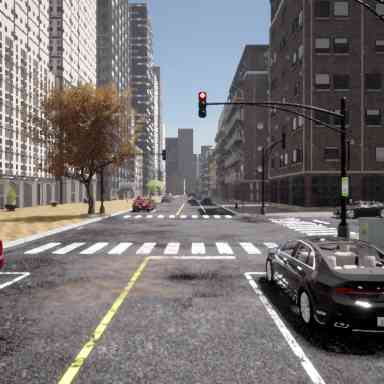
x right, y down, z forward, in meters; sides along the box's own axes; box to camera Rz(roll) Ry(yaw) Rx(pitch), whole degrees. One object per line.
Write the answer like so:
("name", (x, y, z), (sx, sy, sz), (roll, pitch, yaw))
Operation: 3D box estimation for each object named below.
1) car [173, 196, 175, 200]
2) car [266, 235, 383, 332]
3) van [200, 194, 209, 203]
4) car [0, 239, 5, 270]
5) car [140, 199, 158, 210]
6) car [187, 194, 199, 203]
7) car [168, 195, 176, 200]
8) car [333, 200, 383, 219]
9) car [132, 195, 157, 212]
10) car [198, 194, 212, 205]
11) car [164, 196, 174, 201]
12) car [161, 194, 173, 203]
("car", (-5.727, 1.385, 77.810), (2.192, 1.841, 5.009), (0, 0, 0))
("car", (2.686, 1.551, 6.766), (2.008, 1.369, 4.403), (0, 0, 0))
("van", (2.656, 1.402, 72.292), (1.690, 1.788, 3.998), (0, 0, 0))
("car", (-5.694, 1.545, 6.762), (1.887, 1.381, 4.507), (0, 0, 0))
("car", (-5.712, 1.592, 44.673), (1.947, 1.339, 4.313), (0, 0, 0))
("car", (-0.032, 1.656, 68.920), (1.895, 1.301, 4.718), (0, 0, 0))
("car", (-5.734, 1.654, 94.379), (2.008, 1.369, 4.403), (0, 0, 0))
("car", (13.414, 1.350, 26.177), (4.403, 1.369, 2.008), (-1, 1, -1))
("car", (-5.709, 1.336, 39.150), (2.192, 1.841, 5.009), (0, 0, 0))
("car", (2.662, 1.610, 61.245), (1.947, 1.339, 4.313), (0, 0, 0))
("car", (-5.729, 1.632, 83.333), (2.008, 1.369, 4.403), (0, 0, 0))
("car", (-5.724, 1.627, 72.288), (1.947, 1.339, 4.313), (0, 0, 0))
